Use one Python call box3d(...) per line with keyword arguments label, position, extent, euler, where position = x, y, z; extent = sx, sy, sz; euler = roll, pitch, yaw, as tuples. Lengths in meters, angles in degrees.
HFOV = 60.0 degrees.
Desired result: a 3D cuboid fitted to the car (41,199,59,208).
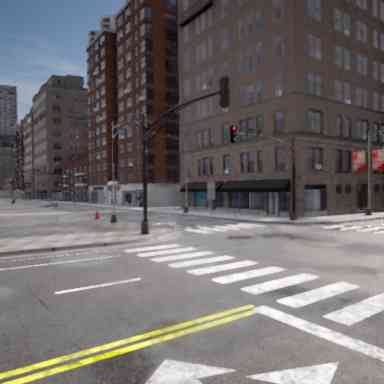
box3d(label="car", position=(-23.315, 1.817, 54.620), extent=(1.895, 1.301, 4.718), euler=(-1, 0, -35))
